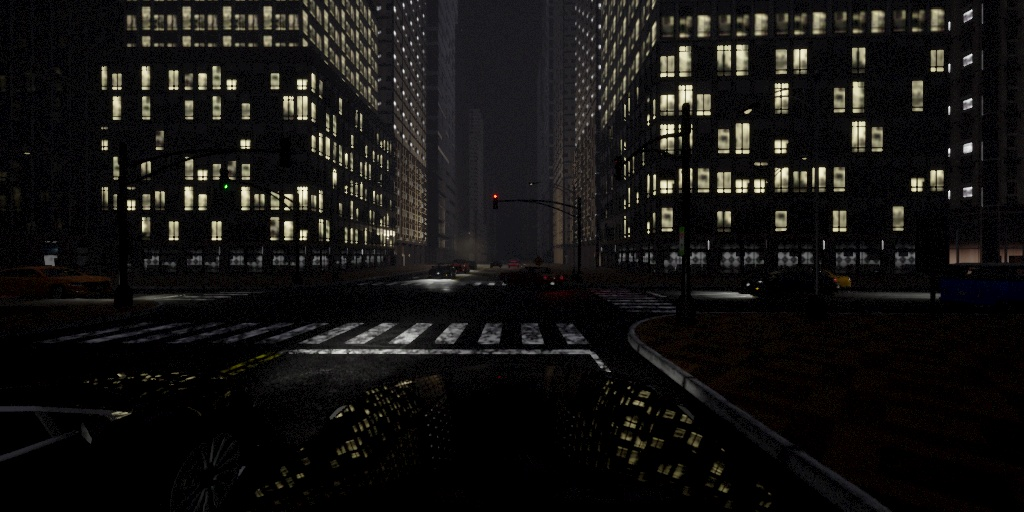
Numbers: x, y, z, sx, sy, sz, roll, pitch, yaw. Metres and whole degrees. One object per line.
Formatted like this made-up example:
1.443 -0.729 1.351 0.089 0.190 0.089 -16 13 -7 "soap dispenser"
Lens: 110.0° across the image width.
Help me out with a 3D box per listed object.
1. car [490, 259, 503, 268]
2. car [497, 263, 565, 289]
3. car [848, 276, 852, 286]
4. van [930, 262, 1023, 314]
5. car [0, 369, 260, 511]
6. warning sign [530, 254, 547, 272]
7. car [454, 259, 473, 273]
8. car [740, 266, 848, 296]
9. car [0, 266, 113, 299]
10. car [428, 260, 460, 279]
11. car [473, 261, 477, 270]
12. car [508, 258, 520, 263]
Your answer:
-2.847 1.369 63.817 1.837 1.490 4.892 0 0 0 "car"
1.230 1.365 23.480 1.895 1.301 4.718 0 0 -34 "car"
17.181 1.294 21.319 4.829 1.417 1.751 0 0 2 "car"
18.412 1.120 13.141 3.998 1.789 1.690 0 0 2 "van"
-3.155 1.241 1.188 2.128 1.511 4.902 0 0 0 "car"
3.042 0.912 41.376 1.300 1.860 1.060 0 0 0 "warning sign"
-6.397 1.154 43.385 2.097 1.767 4.553 0 0 0 "car"
14.450 1.334 18.835 4.181 1.385 1.994 0 0 2 "car"
-22.310 1.237 17.221 5.008 1.535 1.882 0 0 0 "car"
-6.446 1.345 33.388 1.994 1.385 4.181 0 0 0 "car"
-6.342 1.378 53.881 2.033 1.411 5.357 0 0 0 "car"
0.306 1.467 64.434 1.895 1.301 4.718 0 0 0 "car"
